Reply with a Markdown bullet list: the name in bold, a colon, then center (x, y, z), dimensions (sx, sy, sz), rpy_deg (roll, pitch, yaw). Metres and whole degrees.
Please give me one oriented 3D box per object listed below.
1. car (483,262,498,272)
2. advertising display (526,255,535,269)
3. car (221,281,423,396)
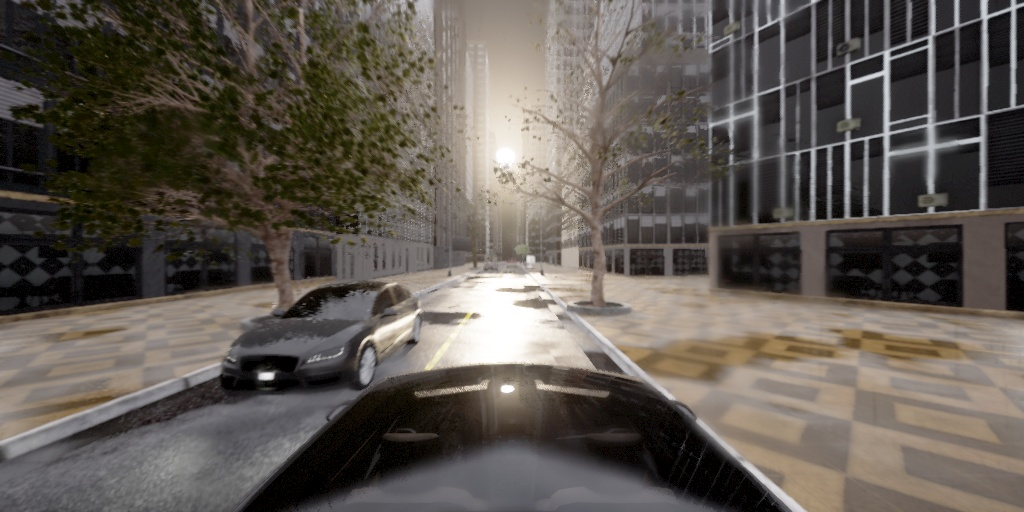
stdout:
- **car**: center (-3.041, 1.609, 52.586), dimensions (1.994, 1.385, 4.181), rpy_deg (0, 0, 0)
- **advertising display**: center (3.152, 1.124, 60.432), dimensions (1.540, 2.440, 0.280), rpy_deg (0, 0, 0)
- **car**: center (-3.088, 1.282, 6.940), dimensions (1.837, 1.490, 4.892), rpy_deg (0, 0, 0)
